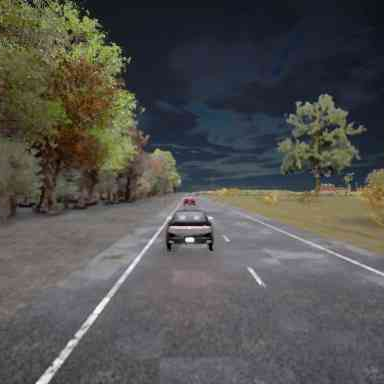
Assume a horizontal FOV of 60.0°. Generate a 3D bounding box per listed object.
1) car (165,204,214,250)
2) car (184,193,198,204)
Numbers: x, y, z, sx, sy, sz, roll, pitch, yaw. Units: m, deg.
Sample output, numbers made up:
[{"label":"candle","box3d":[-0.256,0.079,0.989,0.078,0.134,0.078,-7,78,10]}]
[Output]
[{"label":"car","box3d":[-0.092,1.490,14.233,2.128,1.511,4.902,0,0,0]},{"label":"car","box3d":[-0.409,1.463,56.937,1.882,1.535,5.008,0,0,0]}]
